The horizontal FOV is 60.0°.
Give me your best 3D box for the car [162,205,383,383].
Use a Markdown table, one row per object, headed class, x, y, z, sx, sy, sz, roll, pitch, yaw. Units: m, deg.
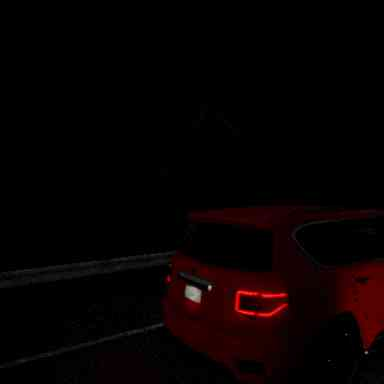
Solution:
| class | x | y | z | sx | sy | sz | roll | pitch | yaw |
| --- | --- | --- | --- | --- | --- | --- | --- | --- | --- |
| car | 2.222 | 1.221 | 5.209 | 5.566 | 2.045 | 2.150 | 0 | 0 | -34 |
